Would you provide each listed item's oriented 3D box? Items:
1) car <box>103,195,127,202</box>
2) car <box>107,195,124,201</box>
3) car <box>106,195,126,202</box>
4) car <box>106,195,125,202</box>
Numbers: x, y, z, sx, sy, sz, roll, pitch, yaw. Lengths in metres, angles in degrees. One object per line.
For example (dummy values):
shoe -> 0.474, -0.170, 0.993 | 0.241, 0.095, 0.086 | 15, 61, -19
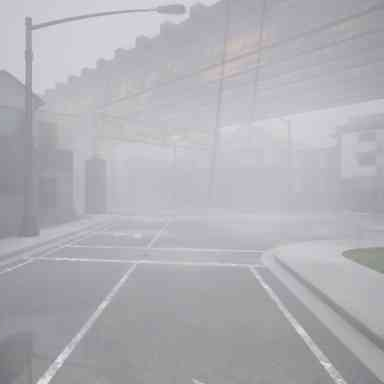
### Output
car -> -16.819, 1.453, 72.464 | 4.974, 1.542, 2.038 | 0, 0, -15
car -> -17.482, 1.295, 76.183 | 1.853, 1.218, 4.536 | 0, 0, 15
car -> -16.769, 1.295, 72.477 | 4.536, 1.218, 1.853 | 0, 0, -15
car -> -17.496, 1.453, 76.133 | 2.038, 1.542, 4.974 | 0, 0, 15
